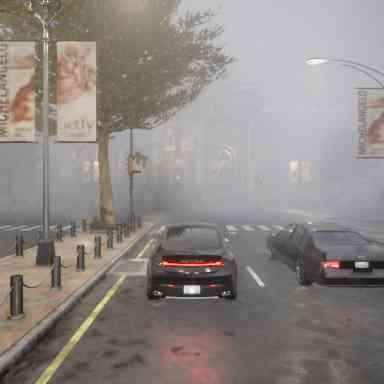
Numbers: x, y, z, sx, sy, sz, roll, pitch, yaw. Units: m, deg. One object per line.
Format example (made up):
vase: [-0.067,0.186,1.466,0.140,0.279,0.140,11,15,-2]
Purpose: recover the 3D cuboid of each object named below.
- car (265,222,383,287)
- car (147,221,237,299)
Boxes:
car: [3.494,1.547,9.362,2.033,1.411,5.357,0,0,0]
car: [-0.004,1.505,8.397,1.837,1.490,4.892,0,0,0]
